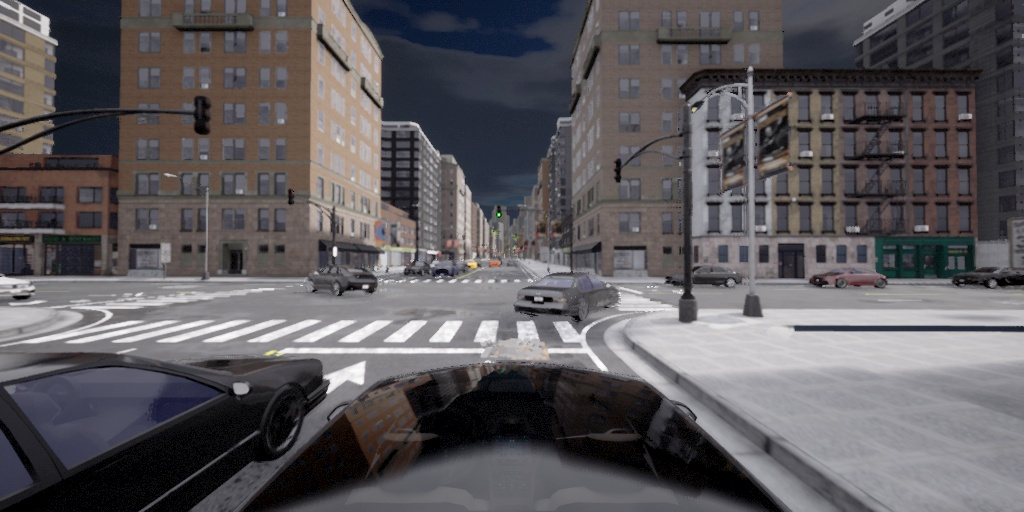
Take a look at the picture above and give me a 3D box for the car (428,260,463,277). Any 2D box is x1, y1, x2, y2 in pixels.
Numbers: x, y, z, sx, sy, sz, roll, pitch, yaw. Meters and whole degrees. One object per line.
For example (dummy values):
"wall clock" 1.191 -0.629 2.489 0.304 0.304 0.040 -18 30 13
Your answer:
"car" -6.600 1.154 35.995 2.097 1.767 4.553 0 0 0

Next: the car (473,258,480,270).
"car" -6.518 1.302 55.110 1.882 1.535 5.008 0 0 0

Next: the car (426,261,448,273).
"car" -9.806 1.341 47.076 1.812 1.442 4.674 0 0 0

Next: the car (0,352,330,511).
"car" -3.155 1.298 1.929 2.033 1.411 5.357 0 0 0

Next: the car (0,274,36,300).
"car" -22.625 1.163 14.626 4.674 1.442 1.812 0 -1 -1

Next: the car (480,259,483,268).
"car" -6.522 1.187 65.144 2.097 1.767 4.553 0 0 0

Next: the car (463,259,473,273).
"car" -6.570 1.305 45.134 2.128 1.511 4.902 0 0 0

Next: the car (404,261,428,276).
"car" -9.815 1.309 37.684 1.837 1.490 4.892 0 0 2

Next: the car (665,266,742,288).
"car" 13.120 1.407 24.710 4.892 1.490 1.837 0 -1 0

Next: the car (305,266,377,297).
"car" -9.077 1.257 18.990 4.892 1.490 1.837 0 -4 37

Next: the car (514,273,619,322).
"car" 2.116 1.282 12.456 2.033 1.411 5.357 0 0 32

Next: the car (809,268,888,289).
"car" 23.083 1.496 24.724 4.181 1.385 1.994 0 -1 1

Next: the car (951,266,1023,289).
"car" 33.556 1.441 24.751 5.008 1.535 1.882 0 -1 0
